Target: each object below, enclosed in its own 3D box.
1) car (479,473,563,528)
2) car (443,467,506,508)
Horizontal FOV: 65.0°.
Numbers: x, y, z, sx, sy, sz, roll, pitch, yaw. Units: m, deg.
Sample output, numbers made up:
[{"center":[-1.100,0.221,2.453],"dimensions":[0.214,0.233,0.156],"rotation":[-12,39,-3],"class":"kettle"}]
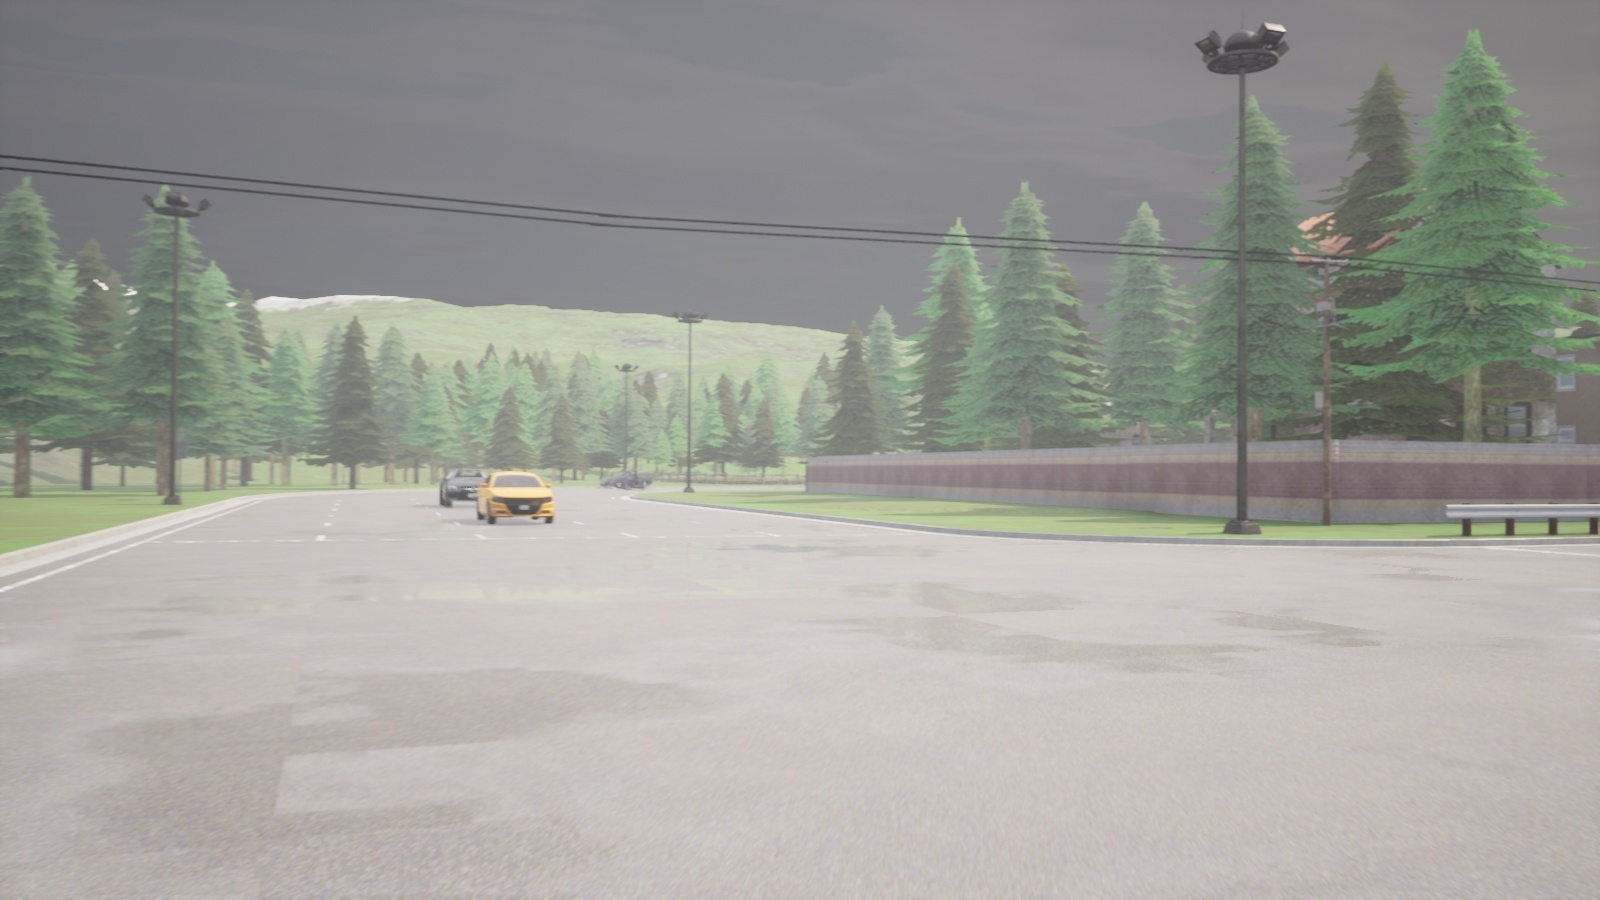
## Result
[{"center":[-8.529,1.482,38.070],"dimensions":[1.882,1.535,5.008],"rotation":[0,-1,-19],"class":"car"},{"center":[-13.849,1.559,53.160],"dimensions":[2.152,1.651,5.027],"rotation":[0,-1,-19],"class":"car"}]
